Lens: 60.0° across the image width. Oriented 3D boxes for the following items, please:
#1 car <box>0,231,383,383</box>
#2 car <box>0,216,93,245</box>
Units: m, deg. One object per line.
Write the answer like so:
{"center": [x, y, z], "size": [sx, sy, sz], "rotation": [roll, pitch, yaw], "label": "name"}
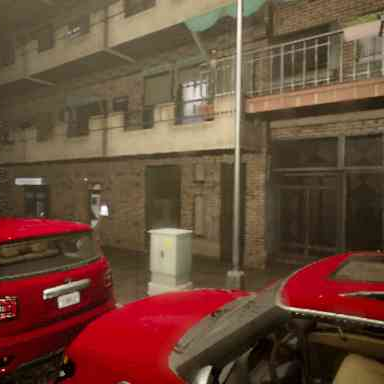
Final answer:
{"center": [1.259, 1.315, 1.915], "size": [5.009, 1.841, 2.192], "rotation": [0, 1, 36], "label": "car"}
{"center": [-3.354, 1.315, 5.204], "size": [5.009, 1.841, 2.192], "rotation": [0, 1, 36], "label": "car"}
